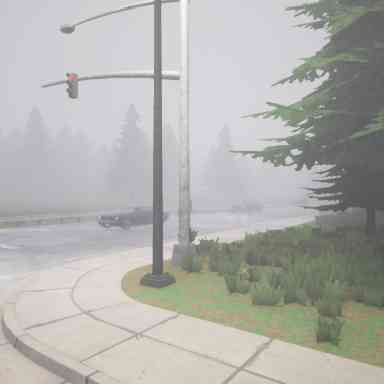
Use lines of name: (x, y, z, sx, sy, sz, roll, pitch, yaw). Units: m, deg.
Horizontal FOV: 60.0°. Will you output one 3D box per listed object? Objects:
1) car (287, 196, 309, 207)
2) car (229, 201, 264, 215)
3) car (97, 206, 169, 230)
car: (15.174, 1.303, 47.369, 1.812, 1.442, 4.674, 0, 0, 37)
car: (5.682, 1.574, 34.406, 1.895, 1.301, 4.718, 0, 0, 35)
car: (-3.629, 1.574, 20.977, 1.895, 1.301, 4.718, 0, 0, 35)
